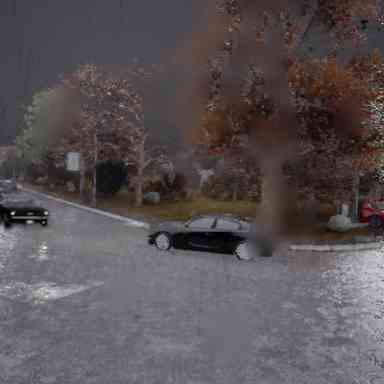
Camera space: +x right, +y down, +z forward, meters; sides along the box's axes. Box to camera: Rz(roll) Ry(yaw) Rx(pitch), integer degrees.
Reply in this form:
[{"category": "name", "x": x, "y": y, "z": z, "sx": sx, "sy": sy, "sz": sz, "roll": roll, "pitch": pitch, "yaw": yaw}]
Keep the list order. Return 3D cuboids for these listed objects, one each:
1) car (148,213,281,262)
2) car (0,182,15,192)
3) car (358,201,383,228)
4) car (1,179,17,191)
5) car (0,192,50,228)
[{"category": "car", "x": 0.776, "y": 1.537, "z": 12.548, "sx": 5.008, "sy": 1.535, "sz": 1.882, "roll": 3, "pitch": 2, "yaw": 19}, {"category": "car", "x": -16.306, "y": 0.163, "z": 27.400, "sx": 1.994, "sy": 1.385, "sz": 4.181, "roll": 3, "pitch": 2, "yaw": -36}, {"category": "car", "x": 15.755, "y": 1.728, "z": 25.260, "sx": 5.566, "sy": 2.045, "sz": 2.435, "roll": 0, "pitch": -2, "yaw": 32}, {"category": "car", "x": -25.149, "y": -1.026, "z": 45.344, "sx": 1.812, "sy": 1.442, "sz": 4.674, "roll": 3, "pitch": 2, "yaw": -36}, {"category": "car", "x": -8.842, "y": 0.953, "z": 17.230, "sx": 1.895, "sy": 1.301, "sz": 4.718, "roll": 3, "pitch": 2, "yaw": -37}]
